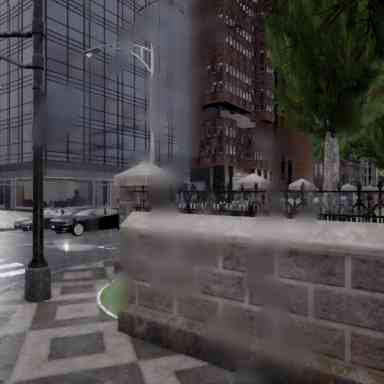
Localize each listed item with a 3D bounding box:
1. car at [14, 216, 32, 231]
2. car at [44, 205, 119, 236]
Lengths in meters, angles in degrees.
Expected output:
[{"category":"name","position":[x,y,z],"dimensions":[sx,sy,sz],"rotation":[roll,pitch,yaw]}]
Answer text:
[{"category":"car","position":[-8.410,1.631,20.194],"dimensions":[2.008,1.369,4.403],"rotation":[0,-1,36]},{"category":"car","position":[-5.750,1.563,19.318],"dimensions":[1.882,1.535,5.008],"rotation":[0,0,36]}]
